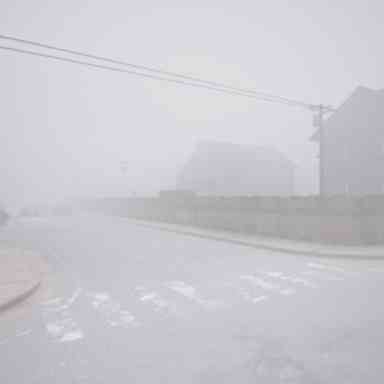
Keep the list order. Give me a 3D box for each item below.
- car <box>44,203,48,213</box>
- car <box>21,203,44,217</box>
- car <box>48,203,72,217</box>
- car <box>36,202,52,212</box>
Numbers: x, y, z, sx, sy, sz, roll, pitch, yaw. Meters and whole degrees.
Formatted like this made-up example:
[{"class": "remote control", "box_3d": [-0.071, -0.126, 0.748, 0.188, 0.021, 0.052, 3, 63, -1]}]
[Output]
[{"class": "car", "box_3d": [-21.959, 2.468, 51.446, 1.882, 1.535, 5.008, 0, -1, -31]}, {"class": "car", "box_3d": [-20.254, 2.309, 41.570, 2.128, 1.511, 4.902, 0, -1, -30]}, {"class": "car", "box_3d": [-16.634, 2.302, 42.539, 2.128, 1.511, 4.902, 0, -1, -30]}, {"class": "car", "box_3d": [-25.977, 2.619, 58.235, 2.128, 1.511, 4.902, 0, -1, -31]}]
